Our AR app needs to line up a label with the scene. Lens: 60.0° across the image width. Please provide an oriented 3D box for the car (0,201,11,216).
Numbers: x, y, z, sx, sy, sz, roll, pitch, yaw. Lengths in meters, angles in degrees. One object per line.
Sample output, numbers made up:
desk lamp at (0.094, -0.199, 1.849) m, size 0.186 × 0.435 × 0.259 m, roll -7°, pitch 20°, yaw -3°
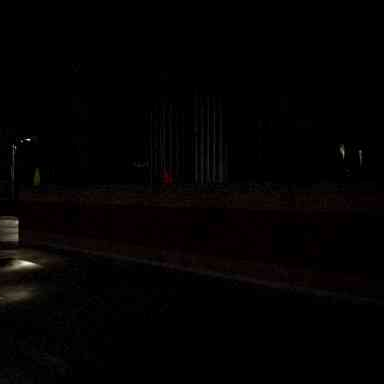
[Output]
car at (-16.437, 1.547, 29.125) m, size 2.128 × 1.511 × 4.902 m, roll 0°, pitch 0°, yaw 37°

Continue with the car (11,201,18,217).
car at (-12.280, 1.603, 28.845) m, size 2.033 × 1.411 × 5.357 m, roll 0°, pitch 0°, yaw 37°
